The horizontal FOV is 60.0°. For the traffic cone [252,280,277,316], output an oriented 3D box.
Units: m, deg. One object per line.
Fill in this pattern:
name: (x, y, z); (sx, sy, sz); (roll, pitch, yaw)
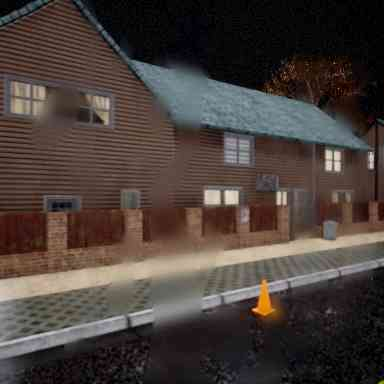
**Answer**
traffic cone: (1.364, 1.957, 6.275); (0.340, 0.580, 0.340); (0, 0, -34)
